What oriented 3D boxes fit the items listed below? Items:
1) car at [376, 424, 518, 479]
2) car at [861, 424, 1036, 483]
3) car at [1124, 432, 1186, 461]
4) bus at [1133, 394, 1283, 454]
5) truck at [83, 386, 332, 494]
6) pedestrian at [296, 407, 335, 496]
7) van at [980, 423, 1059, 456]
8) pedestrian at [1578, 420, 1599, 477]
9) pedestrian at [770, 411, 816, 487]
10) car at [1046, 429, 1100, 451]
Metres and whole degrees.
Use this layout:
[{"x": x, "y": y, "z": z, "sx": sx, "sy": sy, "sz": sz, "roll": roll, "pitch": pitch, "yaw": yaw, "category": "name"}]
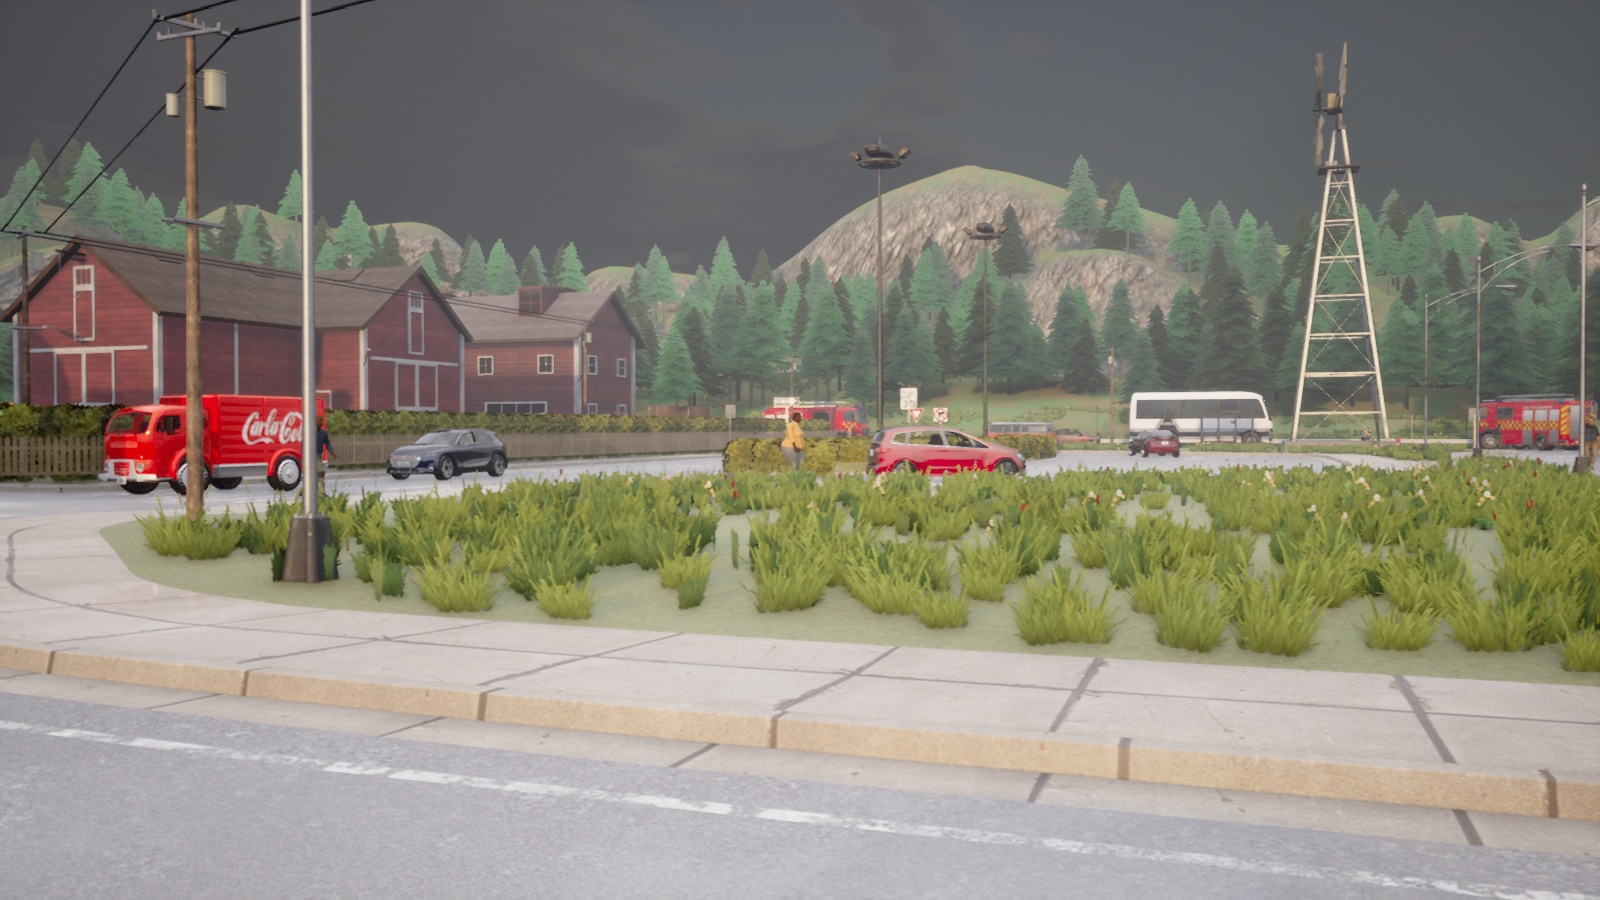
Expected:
[{"x": -11.376, "y": 0.009, "z": 40.851, "sx": 2.033, "sy": 1.649, "sz": 4.856, "roll": 1, "pitch": 1, "yaw": 20, "category": "car"}, {"x": 4.261, "y": 0.085, "z": 36.421, "sx": 4.611, "sy": 1.667, "sz": 2.242, "roll": 0, "pitch": 1, "yaw": -8, "category": "car"}, {"x": 19.547, "y": -0.225, "z": 69.368, "sx": 2.163, "sy": 1.488, "sz": 4.792, "roll": 0, "pitch": 1, "yaw": 2, "category": "car"}, {"x": 29.991, "y": -1.928, "z": 92.375, "sx": 10.273, "sy": 4.253, "sz": 3.944, "roll": 1, "pitch": 1, "yaw": 20, "category": "bus"}, {"x": -14.787, "y": -0.276, "z": 31.741, "sx": 2.627, "sy": 2.467, "sz": 5.204, "roll": 1, "pitch": 1, "yaw": 25, "category": "truck"}, {"x": -10.133, "y": 0.028, "z": 26.254, "sx": 0.726, "sy": 1.835, "sz": 0.370, "roll": 1, "pitch": 1, "yaw": 25, "category": "pedestrian"}, {"x": 13.584, "y": -0.646, "z": 77.773, "sx": 4.442, "sy": 1.987, "sz": 1.775, "roll": 1, "pitch": 1, "yaw": 31, "category": "van"}, {"x": 25.952, "y": -0.064, "z": 41.229, "sx": 0.540, "sy": 1.848, "sz": 0.694, "roll": 1, "pitch": 1, "yaw": 19, "category": "pedestrian"}, {"x": -0.174, "y": -0.044, "z": 31.311, "sx": 0.900, "sy": 1.855, "sz": 0.874, "roll": 1, "pitch": 1, "yaw": 19, "category": "pedestrian"}, {"x": 20.753, "y": -0.758, "z": 95.590, "sx": 3.988, "sy": 1.617, "sz": 1.851, "roll": 1, "pitch": 1, "yaw": 12, "category": "car"}]
